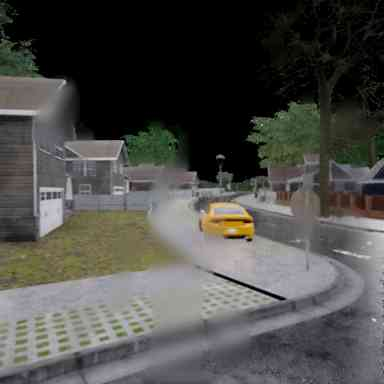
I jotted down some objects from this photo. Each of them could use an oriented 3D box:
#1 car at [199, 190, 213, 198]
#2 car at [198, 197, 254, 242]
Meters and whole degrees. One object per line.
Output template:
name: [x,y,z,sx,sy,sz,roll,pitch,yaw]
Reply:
car: [2.309,0.553,54.918,2.097,1.767,4.553,0,1,6]
car: [1.432,1.225,14.879,1.882,1.535,5.008,0,1,-2]
